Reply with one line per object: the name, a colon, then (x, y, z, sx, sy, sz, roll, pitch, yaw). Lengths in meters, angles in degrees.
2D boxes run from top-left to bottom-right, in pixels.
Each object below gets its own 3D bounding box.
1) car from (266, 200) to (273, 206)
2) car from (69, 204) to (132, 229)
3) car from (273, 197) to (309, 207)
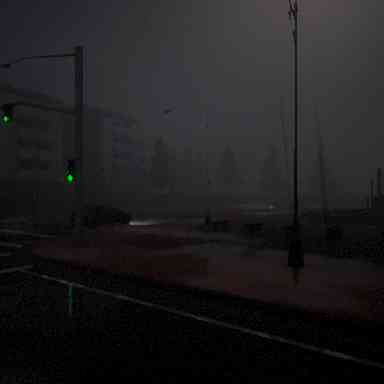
car: (14.360, 1.566, 54.423, 4.674, 1.442, 1.812, 0, 0, -20)
car: (-5.875, 1.495, 21.768, 1.994, 1.385, 4.181, 0, 0, 33)
car: (15.584, 1.526, 51.144, 4.902, 1.511, 2.128, 0, 0, -20)
